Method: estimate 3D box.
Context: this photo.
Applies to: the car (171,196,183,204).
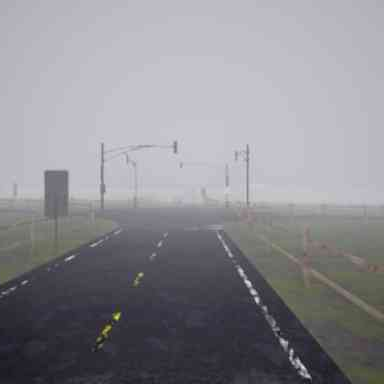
[{"bbox_3d":[-2.709,1.496,61.513,1.812,1.442,4.674,0,1,0],"label":"car"}]
